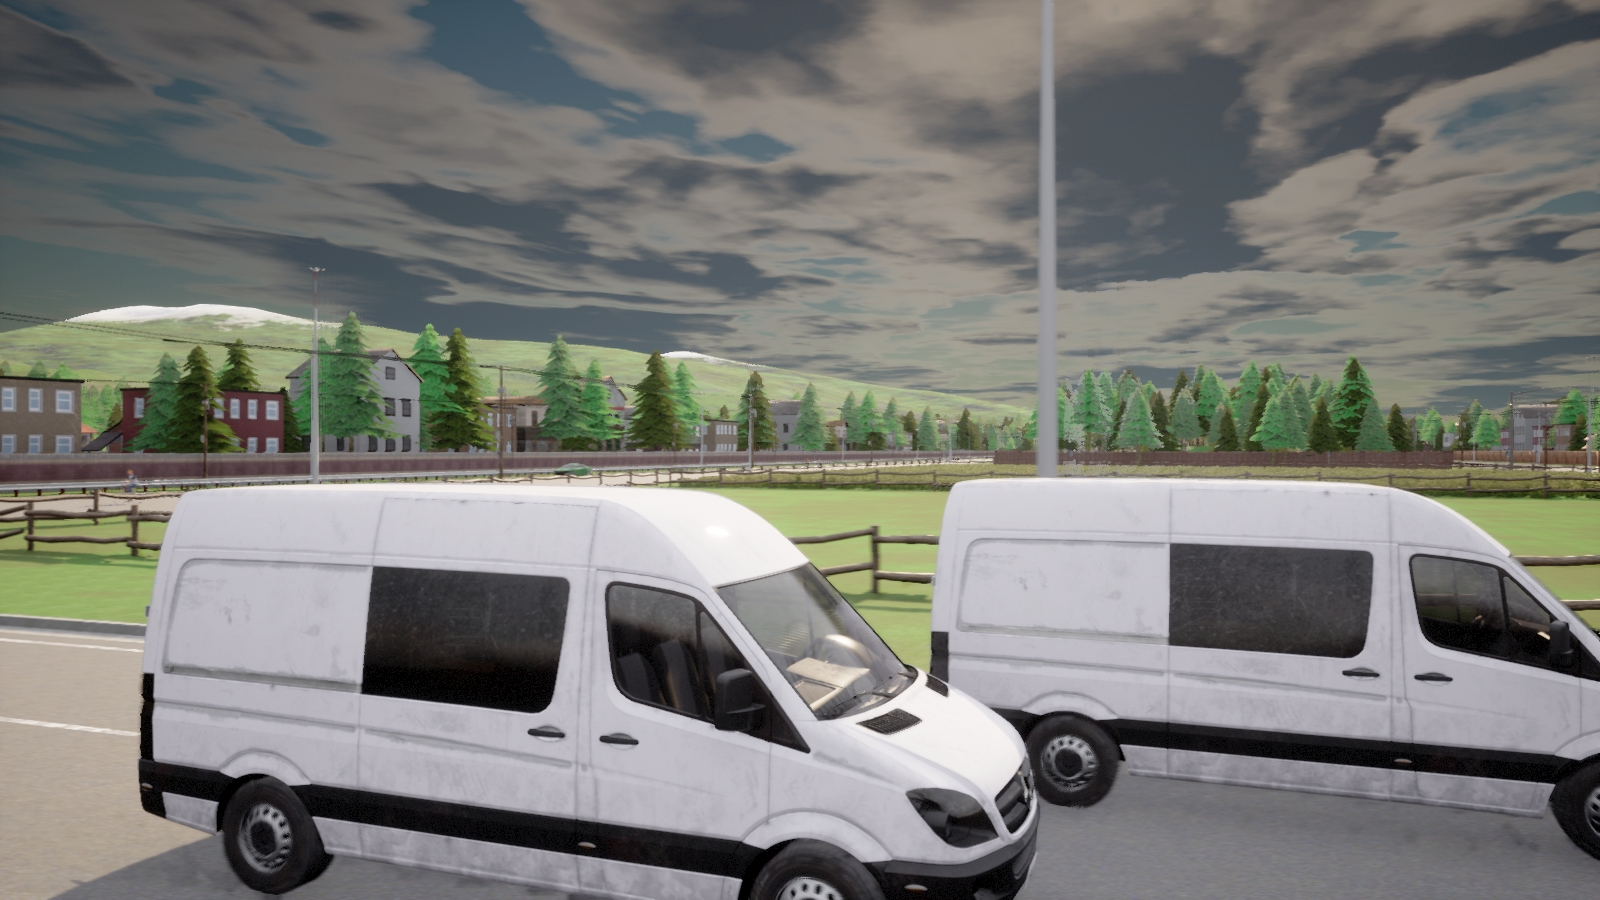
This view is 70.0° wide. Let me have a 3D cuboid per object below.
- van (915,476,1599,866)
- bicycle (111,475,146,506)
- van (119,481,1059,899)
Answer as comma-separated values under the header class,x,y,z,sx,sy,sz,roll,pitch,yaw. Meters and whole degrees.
class,x,y,z,sx,sy,sz,roll,pitch,yaw
van,4.063,1.534,9.279,5.915,2.561,1.988,0,0,20
bicycle,-34.204,2.055,58.219,0.373,1.496,1.643,0,0,20
van,-1.423,1.534,7.547,5.915,2.561,1.988,0,0,20
